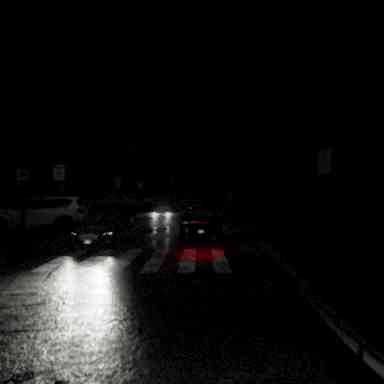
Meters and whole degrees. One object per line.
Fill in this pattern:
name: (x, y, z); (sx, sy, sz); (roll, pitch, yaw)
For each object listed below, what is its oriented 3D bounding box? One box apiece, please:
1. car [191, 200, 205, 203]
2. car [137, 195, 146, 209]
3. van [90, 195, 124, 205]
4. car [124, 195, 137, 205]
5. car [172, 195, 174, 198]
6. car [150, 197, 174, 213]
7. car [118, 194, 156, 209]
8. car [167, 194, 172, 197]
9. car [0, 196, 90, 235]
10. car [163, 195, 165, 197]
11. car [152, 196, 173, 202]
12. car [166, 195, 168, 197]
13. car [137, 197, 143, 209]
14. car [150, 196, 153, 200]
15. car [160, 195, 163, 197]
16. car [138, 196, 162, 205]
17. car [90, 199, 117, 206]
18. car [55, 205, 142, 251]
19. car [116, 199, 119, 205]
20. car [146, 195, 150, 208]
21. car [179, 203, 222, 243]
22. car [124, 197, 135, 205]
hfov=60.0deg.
car: (0.660, 1.620, 36.780); (1.837, 1.490, 4.892); (0, 0, 0)
car: (-8.745, 1.540, 43.312); (4.553, 1.767, 2.185); (-1, 0, -19)
van: (-9.014, 1.387, 31.249); (4.442, 1.987, 1.878); (-1, 0, -20)
car: (-8.876, 1.513, 37.296); (4.553, 1.767, 2.185); (-1, -1, -20)
car: (-8.124, 1.970, 88.391); (5.366, 1.575, 1.946); (-1, -1, -20)
car: (-3.503, 1.672, 40.155); (1.812, 1.442, 4.674); (0, -1, 1)
car: (-8.649, 1.462, 52.327); (5.566, 2.045, 2.435); (-1, -1, -19)
car: (-8.328, 1.952, 85.328); (4.892, 1.521, 2.231); (-1, -1, -20)
car: (-9.022, 1.307, 19.257); (5.566, 2.045, 2.435); (-1, 0, -20)
car: (-8.554, 1.517, 61.343); (5.566, 2.045, 2.435); (-1, -1, -19)
car: (-8.104, 1.995, 91.393); (5.366, 1.575, 1.946); (-1, -1, -20)
car: (-8.402, 1.883, 73.336); (4.792, 1.488, 2.163); (-1, -1, -19)
car: (-8.810, 1.692, 40.303); (4.674, 1.452, 2.002); (-1, -1, -19)
car: (-8.681, 1.726, 49.326); (4.792, 1.488, 2.163); (-1, -1, -19)
car: (-8.425, 1.744, 58.383); (5.366, 1.575, 1.946); (-1, -1, -19)
car: (-8.528, 1.685, 67.317); (4.553, 1.767, 2.185); (-1, -1, -19)
car: (-8.778, 1.579, 25.347); (5.366, 1.575, 1.946); (-1, -1, -20)
car: (-3.723, 1.523, 14.297); (2.128, 1.511, 4.902); (0, 0, 0)
car: (-8.933, 1.638, 28.290); (4.674, 1.452, 2.002); (-1, -1, -20)
car: (-8.711, 1.555, 46.313); (4.553, 1.767, 2.185); (-1, 0, -19)
car: (0.430, 1.503, 16.319); (1.882, 1.535, 5.008); (0, 0, 1)
car: (-8.865, 1.624, 34.292); (5.008, 1.535, 2.097); (-1, 0, -19)
